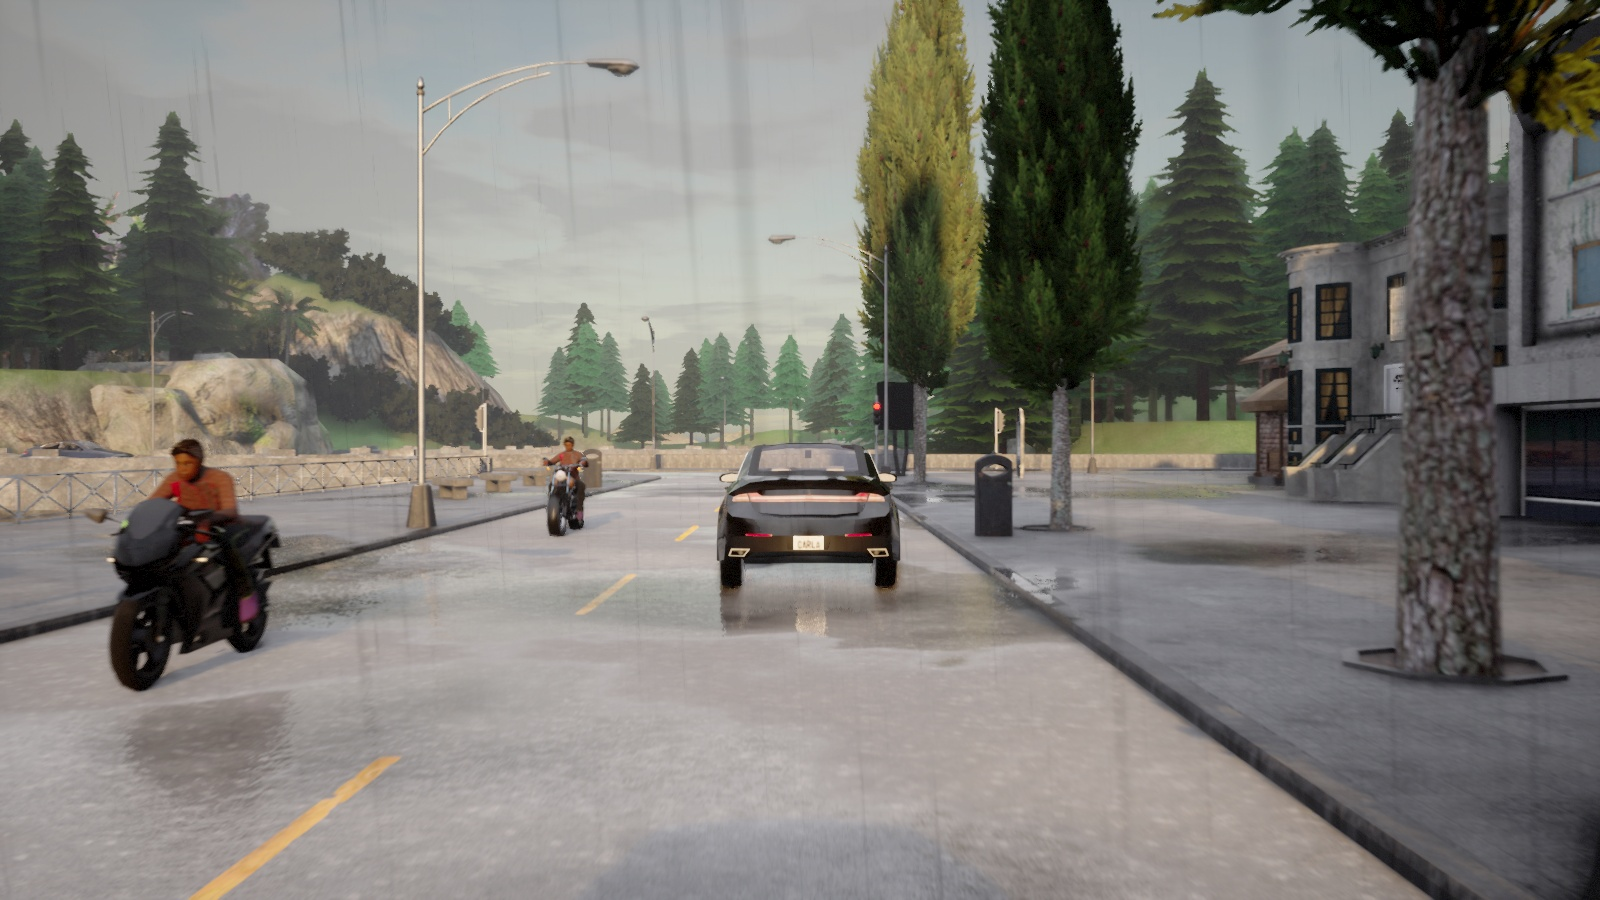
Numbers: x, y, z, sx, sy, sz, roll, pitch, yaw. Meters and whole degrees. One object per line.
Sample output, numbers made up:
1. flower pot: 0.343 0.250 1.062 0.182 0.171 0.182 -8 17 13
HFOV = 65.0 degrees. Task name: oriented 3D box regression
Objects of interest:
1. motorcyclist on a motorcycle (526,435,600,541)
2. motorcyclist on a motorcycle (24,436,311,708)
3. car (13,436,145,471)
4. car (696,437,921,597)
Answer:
1. motorcyclist on a motorcycle: -3.870 0.577 20.676 0.766 1.649 2.350 0 0 0
2. motorcyclist on a motorcycle: -3.943 0.680 8.058 0.797 1.523 2.044 0 0 0
3. car: -34.316 0.160 59.863 5.027 1.651 2.152 0 0 0
4. car: 0.095 0.622 14.374 2.128 1.511 4.902 0 0 0
